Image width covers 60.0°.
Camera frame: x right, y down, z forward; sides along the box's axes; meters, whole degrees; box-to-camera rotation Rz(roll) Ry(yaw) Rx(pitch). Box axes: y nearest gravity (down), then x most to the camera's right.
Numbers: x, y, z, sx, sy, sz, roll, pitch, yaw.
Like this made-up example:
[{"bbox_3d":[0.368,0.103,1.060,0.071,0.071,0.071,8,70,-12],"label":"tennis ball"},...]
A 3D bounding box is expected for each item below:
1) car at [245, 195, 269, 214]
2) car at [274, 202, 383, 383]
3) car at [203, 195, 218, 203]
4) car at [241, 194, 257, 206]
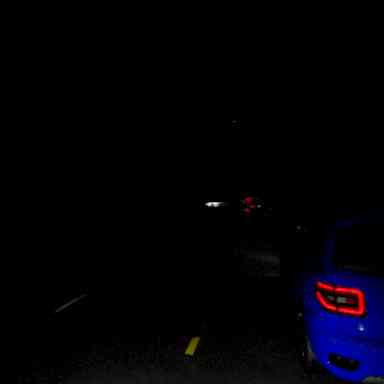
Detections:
[{"bbox_3d":[6.498,1.330,32.744,2.033,1.411,5.357,-2,0,9],"label":"car"},{"bbox_3d":[2.678,1.161,5.507,2.150,2.045,5.566,-2,0,11],"label":"car"},{"bbox_3d":[3.311,1.228,60.319,1.994,1.385,4.181,-3,1,-9],"label":"car"},{"bbox_3d":[7.715,0.988,43.611,2.097,1.767,4.553,-3,1,1],"label":"car"}]
